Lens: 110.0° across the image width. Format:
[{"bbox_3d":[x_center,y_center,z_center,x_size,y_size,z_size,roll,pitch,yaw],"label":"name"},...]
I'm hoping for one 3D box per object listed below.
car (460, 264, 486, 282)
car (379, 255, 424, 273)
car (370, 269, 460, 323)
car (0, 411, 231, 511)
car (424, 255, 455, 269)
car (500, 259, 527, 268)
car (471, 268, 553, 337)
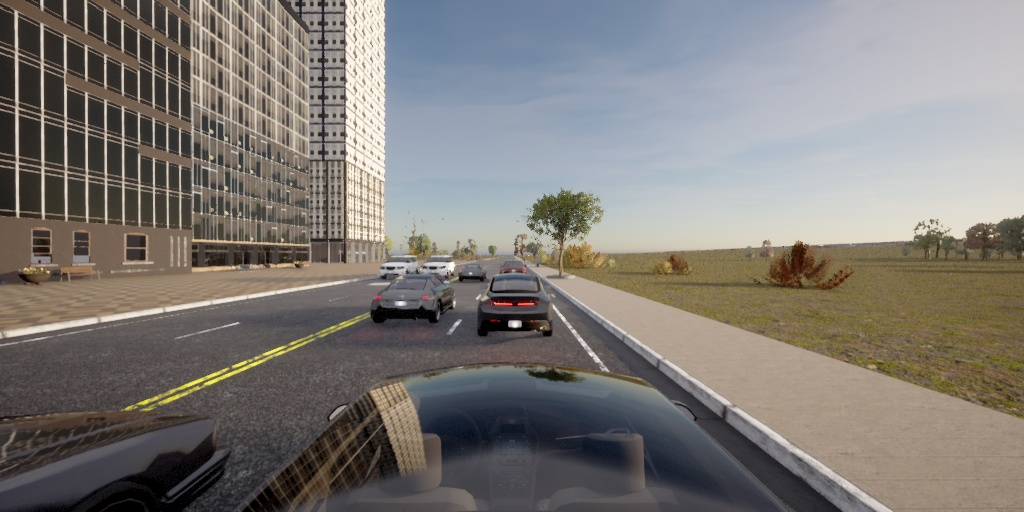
[{"bbox_3d":[-3.137,1.308,29.202,1.994,1.385,4.181,0,0,0],"label":"car"},{"bbox_3d":[-9.837,0.964,31.749,2.150,2.045,5.566,0,0,0],"label":"car"},{"bbox_3d":[-3.143,1.312,12.128,1.994,1.385,4.181,0,0,0],"label":"car"},{"bbox_3d":[-3.150,1.298,0.325,2.033,1.411,5.357,0,0,0],"label":"car"},{"bbox_3d":[-6.583,0.964,32.627,2.150,2.045,5.566,0,0,0],"label":"car"},{"bbox_3d":[0.113,1.096,28.347,2.097,1.767,4.553,0,0,0],"label":"car"},{"bbox_3d":[0.100,1.253,10.330,1.837,1.490,4.892,0,0,1],"label":"car"}]
